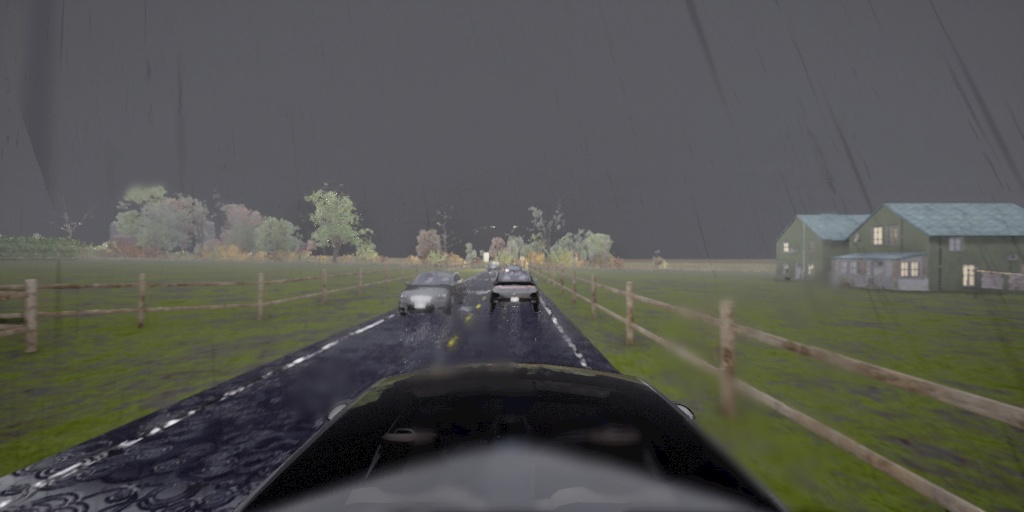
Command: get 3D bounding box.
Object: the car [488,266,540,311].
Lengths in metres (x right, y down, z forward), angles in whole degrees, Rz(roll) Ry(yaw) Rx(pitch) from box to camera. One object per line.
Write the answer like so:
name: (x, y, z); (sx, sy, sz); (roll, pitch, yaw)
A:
car: (0.097, 1.322, 14.927); (2.128, 1.511, 4.902); (0, 0, 0)

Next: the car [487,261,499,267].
car: (-2.815, 1.610, 56.855); (2.128, 1.511, 4.902); (0, 0, 0)

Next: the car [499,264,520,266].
car: (0.093, 1.499, 33.626); (2.033, 1.411, 5.357); (0, 0, 0)

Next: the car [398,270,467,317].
car: (-2.853, 1.314, 13.724); (2.128, 1.511, 4.902); (0, 0, 0)
